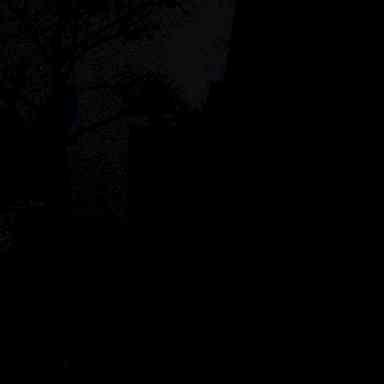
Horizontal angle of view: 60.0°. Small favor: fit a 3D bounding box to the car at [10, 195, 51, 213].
[{"bbox_3d":[-19.470,1.439,40.460,2.150,2.045,5.566,1,-1,10],"label":"car"}]
